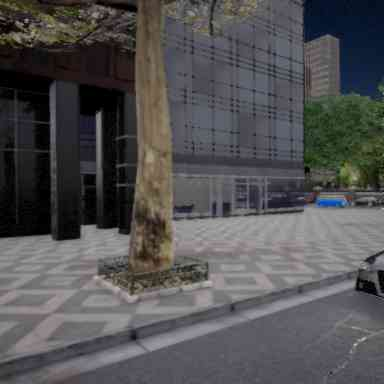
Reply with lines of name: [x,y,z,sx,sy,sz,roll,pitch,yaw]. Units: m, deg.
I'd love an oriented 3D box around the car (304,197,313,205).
car: [19.528,1.558,58.938,1.802,1.307,4.206,-1,0,-35]

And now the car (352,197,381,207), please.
car: [25.892,1.487,49.902,2.008,1.369,4.403,-1,0,-35]

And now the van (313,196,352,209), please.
van: [18.925,1.363,44.983,1.690,1.788,3.998,-1,0,-35]

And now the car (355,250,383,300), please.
car: [5.418,1.554,7.237,4.181,1.385,1.994,0,0,-35]

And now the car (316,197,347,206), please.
car: [22.708,1.524,54.419,1.947,1.339,4.313,-1,0,-35]
